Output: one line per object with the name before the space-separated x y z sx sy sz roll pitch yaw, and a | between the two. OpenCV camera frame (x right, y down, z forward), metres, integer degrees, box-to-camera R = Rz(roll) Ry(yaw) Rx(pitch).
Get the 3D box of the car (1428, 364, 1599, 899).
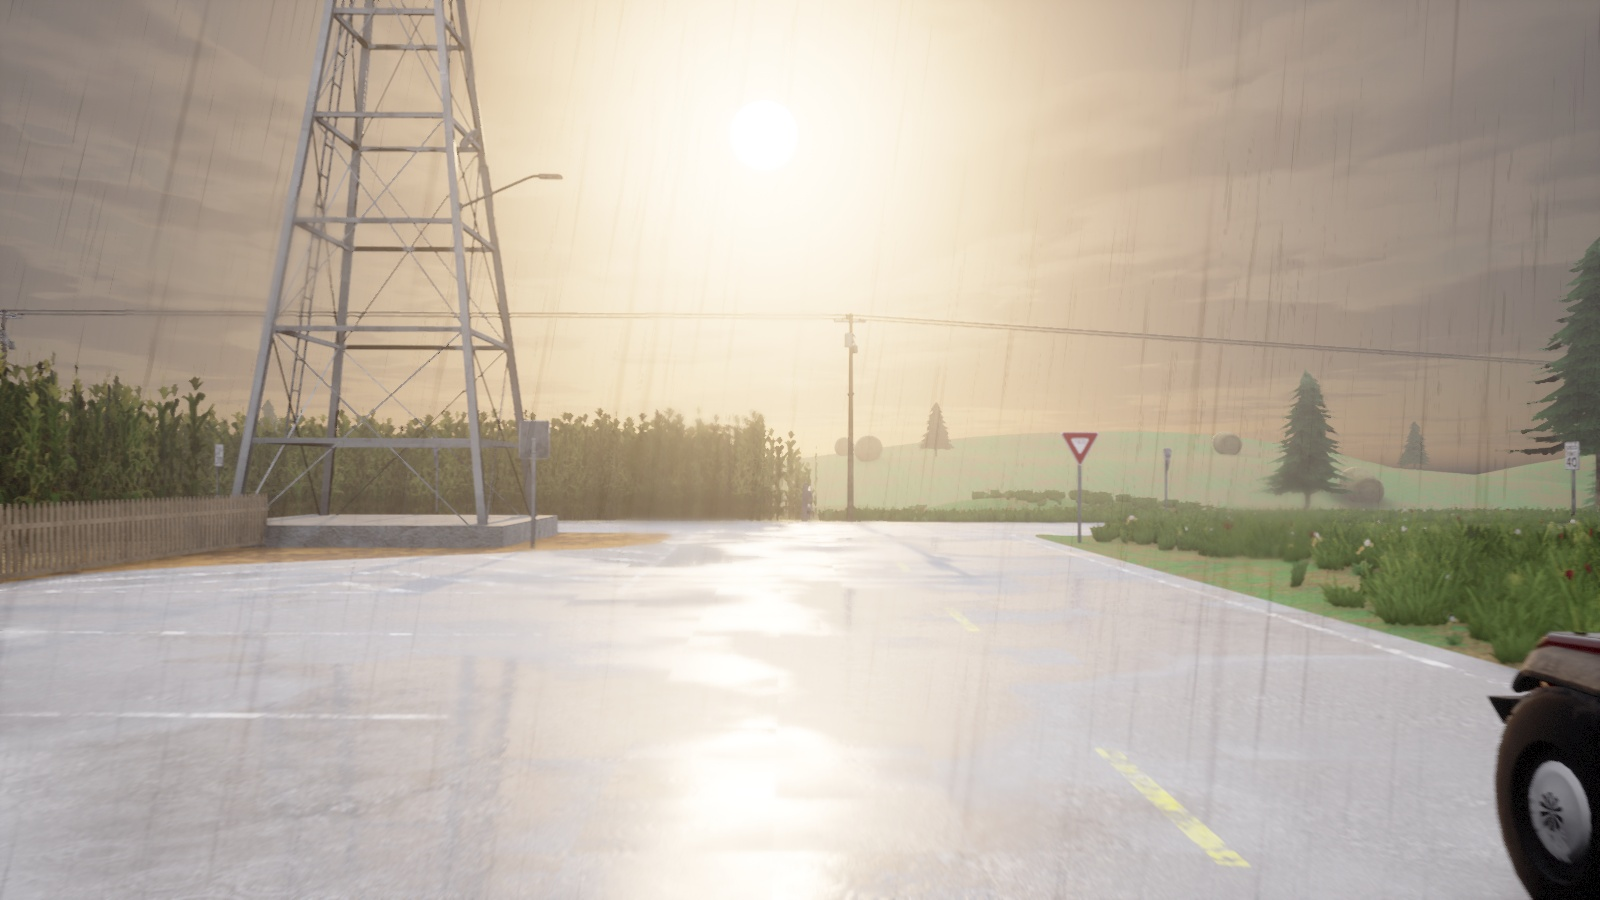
car | 3.491 0.649 3.117 1.905 1.878 3.866 0 -1 0
